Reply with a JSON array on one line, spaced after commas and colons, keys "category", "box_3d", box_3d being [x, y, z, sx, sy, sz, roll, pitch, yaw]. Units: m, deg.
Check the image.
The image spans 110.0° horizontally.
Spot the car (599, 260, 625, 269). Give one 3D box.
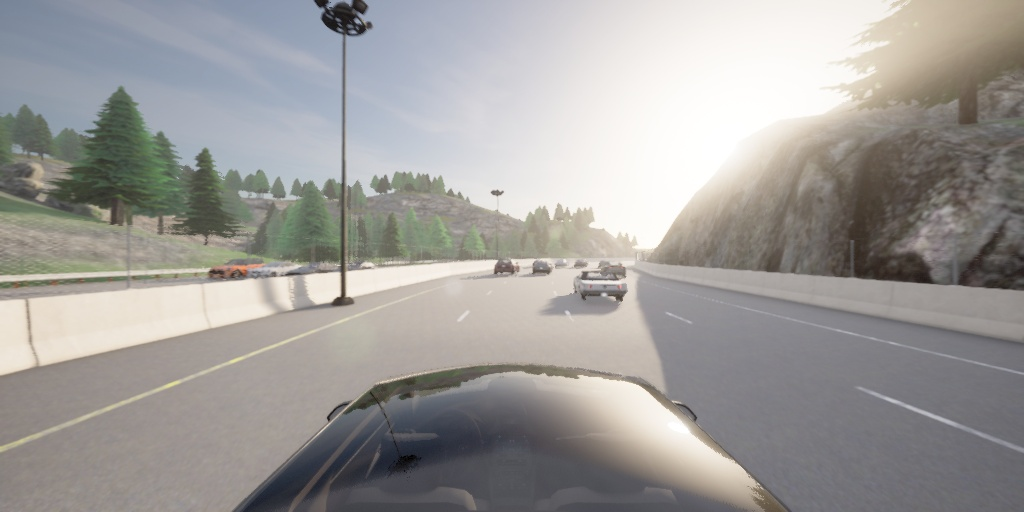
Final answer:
[{"category": "car", "box_3d": [9.531, 1.223, 33.752, 2.128, 1.511, 4.902, 0, 0, 9]}]

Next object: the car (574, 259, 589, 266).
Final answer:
[{"category": "car", "box_3d": [11.910, 1.239, 61.282, 2.033, 1.411, 5.357, 0, 0, 20]}]

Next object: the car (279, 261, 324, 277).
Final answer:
[{"category": "car", "box_3d": [-16.026, 1.246, 29.520, 2.033, 1.411, 5.357, 0, 0, 7]}]

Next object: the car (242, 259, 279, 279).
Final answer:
[{"category": "car", "box_3d": [-19.501, 1.164, 29.930, 1.812, 1.442, 4.674, 0, 0, 7]}]

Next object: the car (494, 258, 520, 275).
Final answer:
[{"category": "car", "box_3d": [-0.467, 1.035, 37.943, 2.097, 1.767, 4.553, 0, 0, 10]}]

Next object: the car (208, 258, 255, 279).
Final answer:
[{"category": "car", "box_3d": [-22.973, 1.007, 30.369, 2.097, 1.767, 4.553, 0, 0, 7]}]

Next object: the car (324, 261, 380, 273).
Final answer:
[{"category": "car", "box_3d": [-12.549, 1.176, 29.110, 2.128, 1.511, 4.902, 0, 0, 7]}]

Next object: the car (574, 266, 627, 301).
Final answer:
[{"category": "car", "box_3d": [4.090, 1.340, 17.412, 1.895, 1.301, 4.718, 0, 0, 4]}]

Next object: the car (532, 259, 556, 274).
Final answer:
[{"category": "car", "box_3d": [3.447, 1.259, 39.833, 1.994, 1.385, 4.181, 0, 0, 11]}]

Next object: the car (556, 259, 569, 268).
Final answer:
[{"category": "car", "box_3d": [8.459, 1.205, 60.587, 1.812, 1.442, 4.674, 0, 0, 17]}]
